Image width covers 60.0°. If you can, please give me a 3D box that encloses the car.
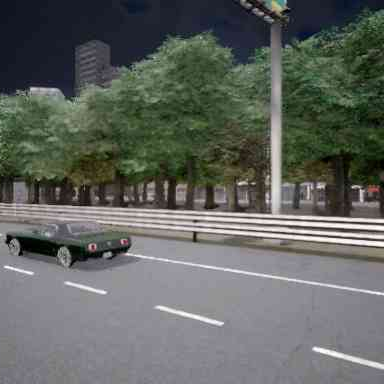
[{"bbox_3d":[-4.331,1.600,11.258,4.718,1.301,1.895,0,0,35],"label":"car"}]
